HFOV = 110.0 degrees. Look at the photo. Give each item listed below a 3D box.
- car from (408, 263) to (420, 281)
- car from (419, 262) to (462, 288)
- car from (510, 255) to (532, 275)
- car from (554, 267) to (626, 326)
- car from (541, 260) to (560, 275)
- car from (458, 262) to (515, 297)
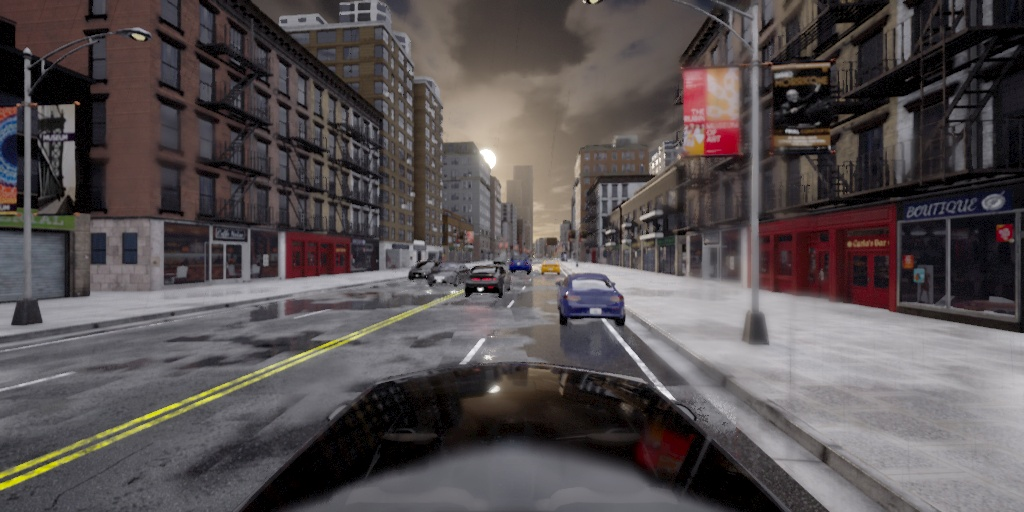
[{"bbox_3d":[-6.807,1.216,29.063,1.837,1.490,4.892,0,0,6],"label":"car"},{"bbox_3d":[-4.088,1.212,23.829,2.128,1.511,4.902,0,0,6],"label":"car"},{"bbox_3d":[0.972,0.919,38.991,2.150,2.045,5.566,0,0,6],"label":"car"},{"bbox_3d":[2.408,1.265,11.580,1.812,1.442,4.674,0,0,6],"label":"car"},{"bbox_3d":[4.104,1.179,38.071,1.882,1.535,5.008,0,0,6],"label":"car"},{"bbox_3d":[-1.161,1.234,18.639,1.837,1.490,4.892,0,0,6],"label":"car"}]
